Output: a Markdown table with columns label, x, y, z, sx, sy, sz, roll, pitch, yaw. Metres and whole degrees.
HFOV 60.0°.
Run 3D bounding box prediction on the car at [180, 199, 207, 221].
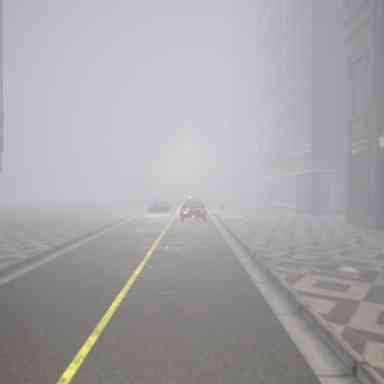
| label | x | y | z | sx | sy | sz | roll | pitch | yaw |
| --- | --- | --- | --- | --- | --- | --- | --- | --- | --- |
| car | 0.110 | 1.420 | 25.418 | 1.895 | 1.301 | 4.718 | 0 | 0 | 0 |

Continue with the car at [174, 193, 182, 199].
| label | x | y | z | sx | sy | sz | roll | pitch | yaw |
| --- | --- | --- | --- | --- | --- | --- | --- | --- | --- |
| car | -2.969 | 0.876 | 74.885 | 1.812 | 1.442 | 4.674 | 0 | 1 | 0 |

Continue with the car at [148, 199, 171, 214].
| label | x | y | z | sx | sy | sz | roll | pitch | yaw |
| --- | --- | --- | --- | --- | --- | --- | --- | --- | --- |
| car | -3.083 | 1.333 | 32.444 | 1.994 | 1.385 | 4.181 | 0 | 0 | 0 |

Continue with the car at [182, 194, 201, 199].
| label | x | y | z | sx | sy | sz | roll | pitch | yaw |
| --- | --- | --- | --- | --- | --- | --- | --- | --- | --- |
| car | 0.119 | 1.192 | 42.142 | 2.128 | 1.511 | 4.902 | 0 | 0 | 0 |
